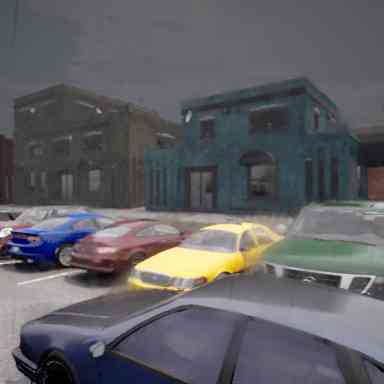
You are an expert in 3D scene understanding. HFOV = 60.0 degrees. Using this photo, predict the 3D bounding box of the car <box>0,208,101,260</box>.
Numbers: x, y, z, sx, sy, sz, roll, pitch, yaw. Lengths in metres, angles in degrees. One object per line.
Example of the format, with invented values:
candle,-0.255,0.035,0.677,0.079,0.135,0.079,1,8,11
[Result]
car,-3.579,1.476,11.497,2.097,1.535,5.008,0,0,35

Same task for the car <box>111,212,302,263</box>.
car,0.805,1.466,8.151,1.946,1.575,5.366,0,0,35

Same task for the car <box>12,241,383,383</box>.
car,0.576,1.543,2.966,5.357,1.411,2.033,0,0,35

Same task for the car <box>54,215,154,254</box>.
car,-1.334,1.511,9.900,2.002,1.452,4.674,0,0,35

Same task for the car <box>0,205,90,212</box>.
car,-5.804,1.359,13.127,2.185,1.767,4.553,0,0,35
